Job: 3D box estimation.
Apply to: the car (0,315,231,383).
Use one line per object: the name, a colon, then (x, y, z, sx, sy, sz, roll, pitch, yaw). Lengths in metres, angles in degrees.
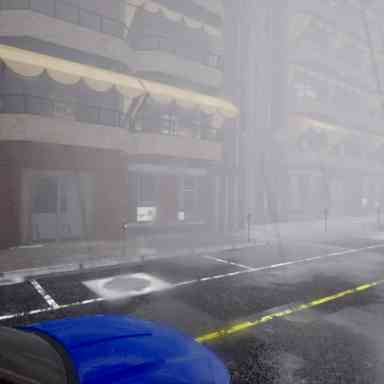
car: (-1.961, 1.477, 1.771, 5.008, 1.535, 1.882, 0, 0, -35)
